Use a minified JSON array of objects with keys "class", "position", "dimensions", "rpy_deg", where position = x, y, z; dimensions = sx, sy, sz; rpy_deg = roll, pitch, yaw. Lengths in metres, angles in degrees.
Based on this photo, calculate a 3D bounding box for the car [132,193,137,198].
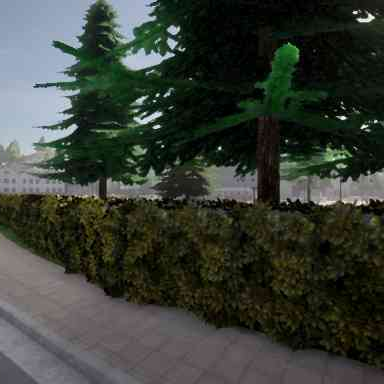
[{"class":"car","position":[-10.838,1.097,77.812],"dimensions":[4.605,1.855,1.932],"rpy_deg":[0,0,-36]}]

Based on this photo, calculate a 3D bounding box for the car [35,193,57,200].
[{"class":"car","position":[-36.273,1.097,82.782],"dimensions":[4.605,1.855,1.932],"rpy_deg":[0,0,-36]}]

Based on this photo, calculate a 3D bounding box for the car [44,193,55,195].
[{"class":"car","position":[-29.605,1.298,72.236],"dimensions":[4.514,1.523,2.007],"rpy_deg":[0,0,-36]}]

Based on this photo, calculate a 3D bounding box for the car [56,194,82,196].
[{"class":"car","position":[-23.826,1.320,64.084],"dimensions":[3.633,1.501,1.845],"rpy_deg":[0,0,-36]}]

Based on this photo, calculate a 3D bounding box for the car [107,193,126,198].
[{"class":"car","position":[-20.307,1.154,90.342],"dimensions":[5.027,1.636,2.152],"rpy_deg":[0,0,-36]}]

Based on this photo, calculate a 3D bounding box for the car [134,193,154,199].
[{"class":"car","position":[-7.908,1.384,60.724],"dimensions":[3.806,1.475,1.970],"rpy_deg":[0,0,-36]}]
